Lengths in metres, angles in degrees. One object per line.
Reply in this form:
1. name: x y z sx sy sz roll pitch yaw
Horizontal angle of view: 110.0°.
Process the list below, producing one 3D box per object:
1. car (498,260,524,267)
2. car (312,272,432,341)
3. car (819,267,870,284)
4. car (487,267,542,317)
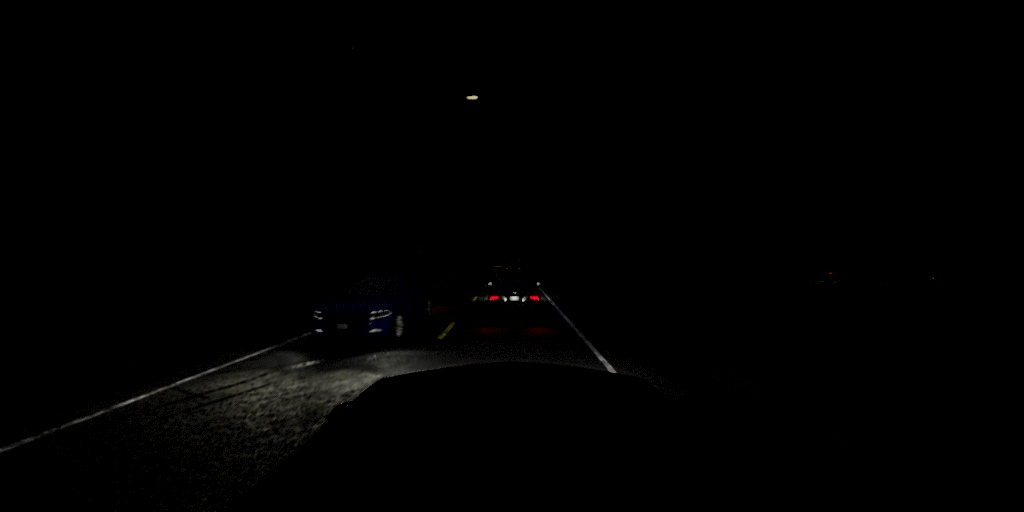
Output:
1. car: 0.085 1.322 33.513 2.128 1.511 4.902 0 0 0
2. car: -3.601 1.238 10.119 1.882 1.535 5.008 0 0 0
3. car: 44.158 2.529 47.722 5.566 2.045 2.150 2 -1 -2
4. car: 0.081 1.315 13.212 2.033 1.411 5.357 0 0 0
